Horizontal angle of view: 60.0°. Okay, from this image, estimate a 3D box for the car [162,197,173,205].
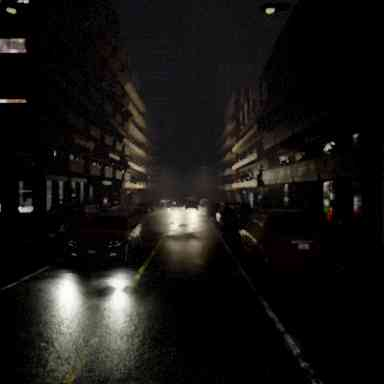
[{"bbox_3d":[-5.743,2.026,77.582,2.192,1.841,5.009,-1,-1,0],"label":"car"}]

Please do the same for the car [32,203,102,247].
[{"bbox_3d":[-5.701,1.461,15.962,2.192,1.841,5.009,-1,-1,0],"label":"car"}]

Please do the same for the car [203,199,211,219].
[{"bbox_3d":[2.344,1.773,32.373,1.882,1.535,5.008,0,-1,0],"label":"car"}]

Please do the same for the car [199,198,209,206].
[{"bbox_3d":[2.642,2.099,71.954,1.967,1.590,4.097,-1,-1,0],"label":"car"}]

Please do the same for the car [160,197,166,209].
[{"bbox_3d":[-5.728,2.055,55.173,2.008,1.369,4.403,-1,-1,0],"label":"car"}]

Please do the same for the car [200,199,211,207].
[{"bbox_3d":[2.646,2.173,66.351,1.947,1.339,4.313,-1,-1,0],"label":"car"}]

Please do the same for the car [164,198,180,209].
[{"bbox_3d":[-3.090,2.068,55.219,1.994,1.385,4.181,0,0,0],"label":"car"}]

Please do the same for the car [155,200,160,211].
[{"bbox_3d":[-5.722,1.984,43.968,1.802,1.307,4.206,-1,-1,0],"label":"car"}]

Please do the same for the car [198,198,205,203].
[{"bbox_3d":[2.632,2.432,94.360,1.947,1.339,4.313,-1,-1,0],"label":"car"}]

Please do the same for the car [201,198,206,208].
[{"bbox_3d":[2.649,2.083,60.920,1.752,1.417,4.829,-1,-1,0],"label":"car"}]

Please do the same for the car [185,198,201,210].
[{"bbox_3d":[-0.025,1.988,50.559,1.812,1.442,4.674,0,-1,0],"label":"car"}]

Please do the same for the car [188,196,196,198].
[{"bbox_3d":[-0.034,1.790,67.957,2.150,2.045,5.566,0,-1,0],"label":"car"}]

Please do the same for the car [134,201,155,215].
[{"bbox_3d":[-5.719,1.933,38.366,1.802,1.307,4.206,-1,-1,0],"label":"car"}]

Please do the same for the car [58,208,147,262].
[{"bbox_3d":[-3.107,1.595,12.777,1.882,1.535,5.008,0,-1,0],"label":"car"}]

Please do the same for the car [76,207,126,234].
[{"bbox_3d":[-5.718,1.748,21.562,2.008,1.369,4.403,-1,-1,0],"label":"car"}]

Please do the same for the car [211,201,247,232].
[{"bbox_3d":[2.666,1.512,21.539,2.192,1.841,5.009,-1,-1,0],"label":"car"}]

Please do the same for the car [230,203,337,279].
[{"bbox_3d":[2.672,1.410,10.336,2.192,1.841,5.009,-1,-1,0],"label":"car"}]
